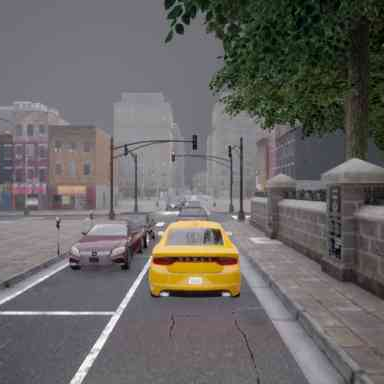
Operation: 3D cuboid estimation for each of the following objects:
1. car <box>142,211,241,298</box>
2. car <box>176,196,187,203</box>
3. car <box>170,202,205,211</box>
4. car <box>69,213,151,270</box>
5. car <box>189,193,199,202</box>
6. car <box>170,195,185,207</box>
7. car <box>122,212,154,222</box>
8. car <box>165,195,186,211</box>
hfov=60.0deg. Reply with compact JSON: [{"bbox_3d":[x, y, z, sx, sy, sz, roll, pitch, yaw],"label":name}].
[{"bbox_3d":[0.080,1.477,8.598,1.882,1.535,5.008,0,0,0],"label":"car"},{"bbox_3d":[-2.119,1.583,67.978,1.895,1.301,4.718,0,0,0],"label":"car"},{"bbox_3d":[0.034,1.546,19.088,2.033,1.411,5.357,0,0,0],"label":"car"},{"bbox_3d":[-2.620,1.581,11.005,1.802,1.307,4.206,0,0,0],"label":"car"},{"bbox_3d":[0.395,1.508,66.876,1.812,1.442,4.674,0,0,0],"label":"car"},{"bbox_3d":[-2.202,1.340,52.171,2.097,1.767,4.553,0,0,0],"label":"car"},{"bbox_3d":[-2.614,1.565,14.668,1.947,1.339,4.313,0,0,0],"label":"car"},{"bbox_3d":[-2.222,1.482,41.666,2.128,1.511,4.902,0,0,0],"label":"car"}]
